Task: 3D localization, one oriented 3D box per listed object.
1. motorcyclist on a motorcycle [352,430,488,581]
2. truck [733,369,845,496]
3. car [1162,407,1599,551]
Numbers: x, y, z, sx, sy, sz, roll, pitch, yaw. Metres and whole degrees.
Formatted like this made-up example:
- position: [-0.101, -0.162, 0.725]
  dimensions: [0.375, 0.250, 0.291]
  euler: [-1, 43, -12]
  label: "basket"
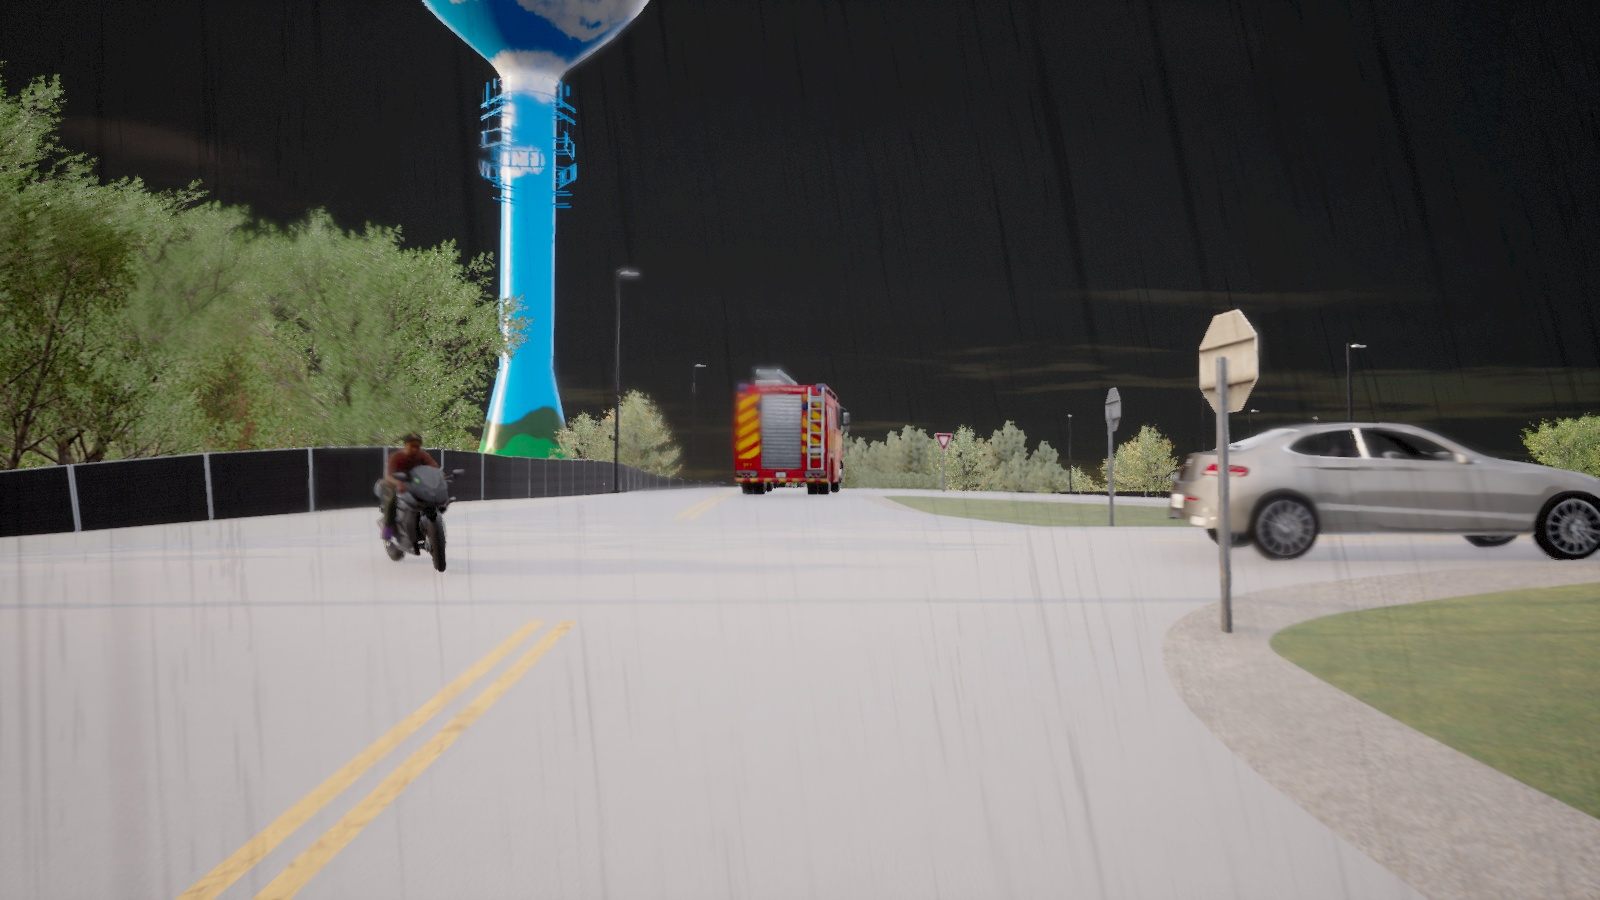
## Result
- position: [-4.278, 0.563, 14.036]
  dimensions: [0.797, 1.523, 2.044]
  euler: [-4, 3, -34]
  label: "motorcyclist on a motorcycle"
- position: [-0.175, -0.447, 42.165]
  dimensions: [2.891, 3.827, 8.468]
  euler: [0, -1, 5]
  label: "truck"
- position: [7.292, 0.334, 15.563]
  dimensions: [5.027, 1.651, 2.152]
  euler: [0, 0, 2]
  label: "car"
